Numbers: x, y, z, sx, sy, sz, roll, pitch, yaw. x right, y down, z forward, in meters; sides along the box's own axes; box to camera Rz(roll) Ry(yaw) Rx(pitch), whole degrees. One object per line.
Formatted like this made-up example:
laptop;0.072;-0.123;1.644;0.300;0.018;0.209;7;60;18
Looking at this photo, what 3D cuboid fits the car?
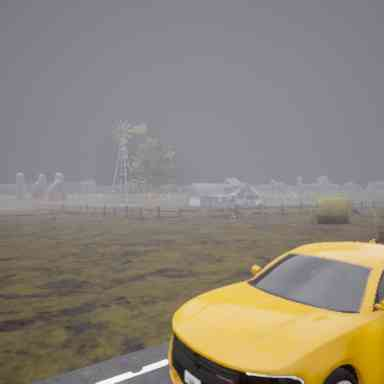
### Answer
car;2.042;1.477;4.520;5.008;1.535;1.882;0;0;-35
